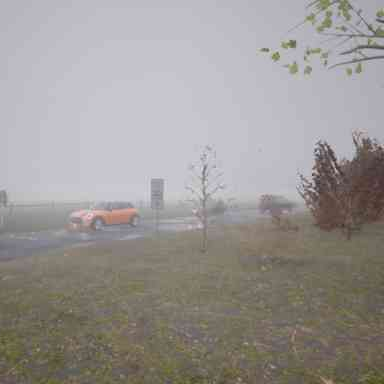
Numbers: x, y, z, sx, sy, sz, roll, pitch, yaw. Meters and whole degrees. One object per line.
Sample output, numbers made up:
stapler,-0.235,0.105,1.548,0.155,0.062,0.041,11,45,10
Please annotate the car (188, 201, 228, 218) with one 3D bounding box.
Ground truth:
car,1.557,1.555,30.874,2.128,1.511,4.902,0,0,35

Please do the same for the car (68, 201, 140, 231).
car,-5.450,1.380,21.027,2.097,1.767,4.553,0,0,36

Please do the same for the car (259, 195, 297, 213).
car,9.382,1.325,36.783,2.150,2.045,5.566,0,0,35
